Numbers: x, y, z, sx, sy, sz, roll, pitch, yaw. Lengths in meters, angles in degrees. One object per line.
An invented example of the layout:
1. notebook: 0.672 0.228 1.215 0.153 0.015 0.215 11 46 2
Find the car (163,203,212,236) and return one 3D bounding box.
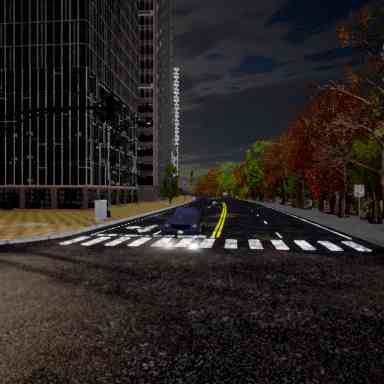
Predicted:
1. car: -0.227 1.552 18.713 2.033 1.411 5.357 0 0 7

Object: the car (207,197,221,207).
1. car: 3.501 1.497 52.364 2.128 1.511 4.902 0 0 5
